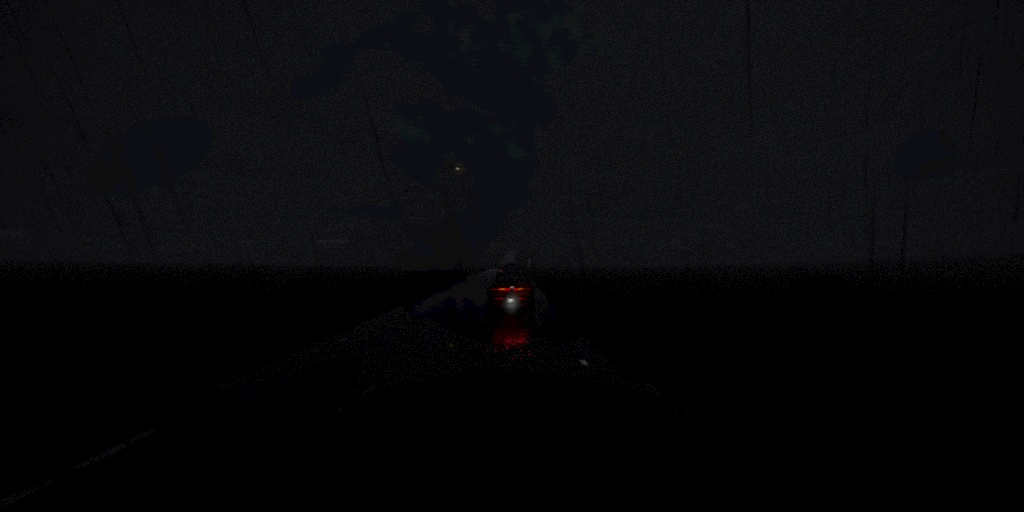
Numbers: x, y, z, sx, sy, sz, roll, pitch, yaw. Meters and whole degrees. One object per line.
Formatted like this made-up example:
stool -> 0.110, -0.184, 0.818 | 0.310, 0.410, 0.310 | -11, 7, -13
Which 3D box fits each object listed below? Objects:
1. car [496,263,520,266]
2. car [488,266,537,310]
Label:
car -> 0.012, 1.358, 30.244 | 2.097, 1.767, 4.553 | 0, -1, 0
car -> 0.015, 1.380, 15.358 | 1.837, 1.490, 4.892 | 0, 0, 0
